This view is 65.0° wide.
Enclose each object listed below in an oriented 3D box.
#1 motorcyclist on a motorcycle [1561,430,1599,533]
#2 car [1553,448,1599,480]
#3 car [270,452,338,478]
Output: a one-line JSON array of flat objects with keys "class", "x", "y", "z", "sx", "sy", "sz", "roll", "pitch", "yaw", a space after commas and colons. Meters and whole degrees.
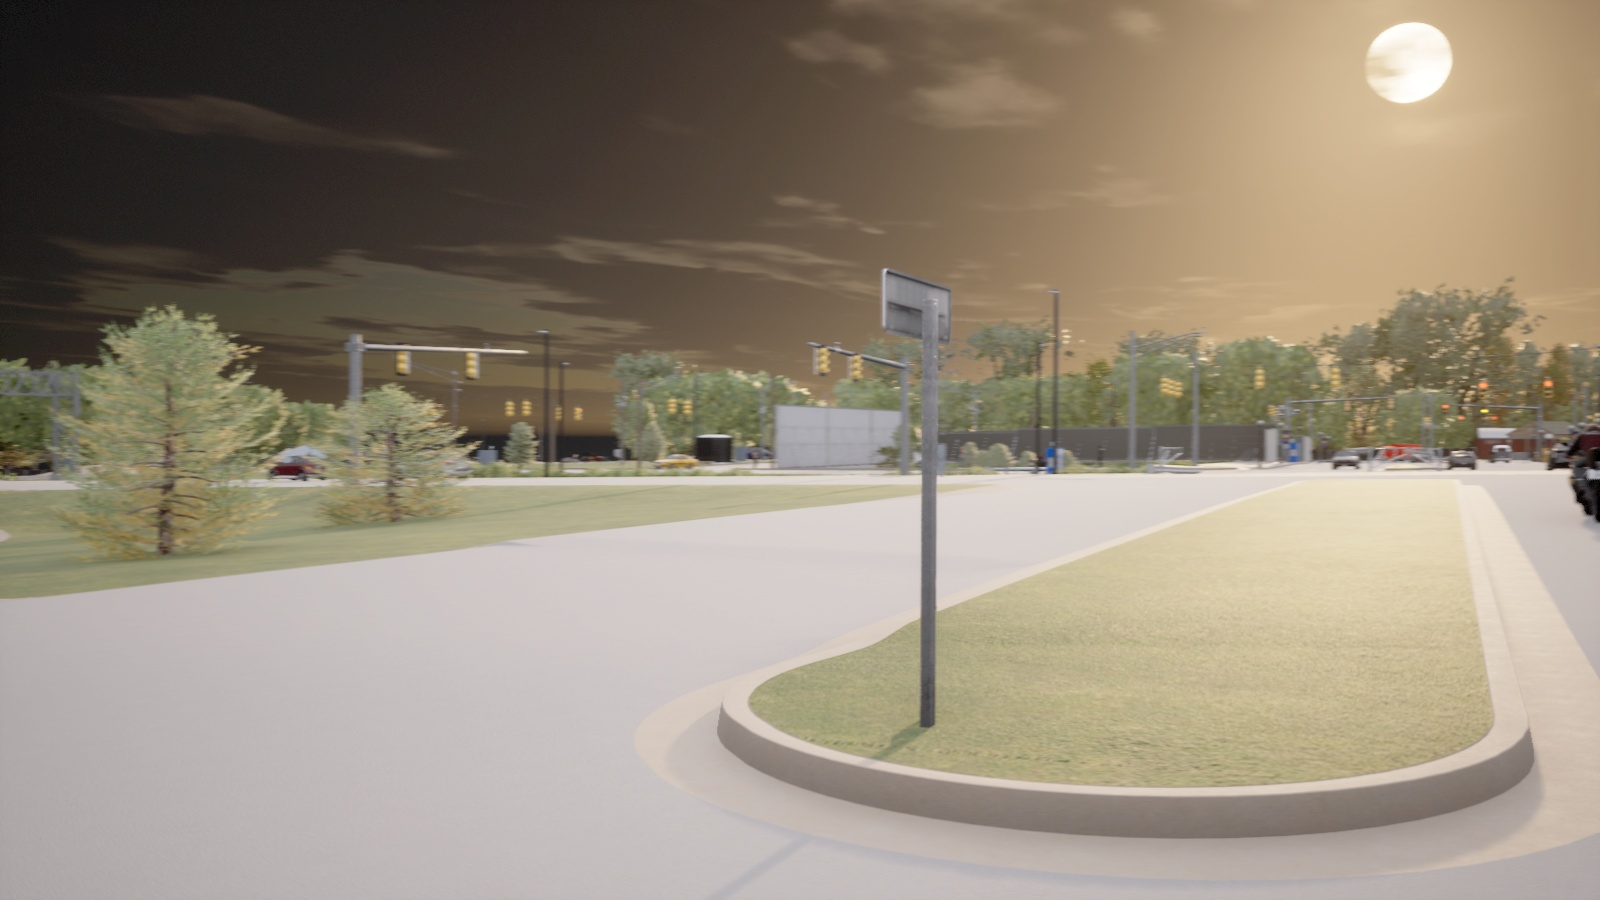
[{"class": "motorcyclist on a motorcycle", "x": 12.530, "y": 0.458, "z": 19.675, "sx": 0.866, "sy": 1.530, "sz": 2.191, "roll": 0, "pitch": 1, "yaw": 27}, {"class": "car", "x": 38.758, "y": 0.680, "z": 62.658, "sx": 2.007, "sy": 1.525, "sz": 4.514, "roll": 0, "pitch": 0, "yaw": 30}, {"class": "car", "x": -29.640, "y": 0.883, "z": 75.056, "sx": 3.705, "sy": 1.549, "sz": 1.789, "roll": 0, "pitch": 0, "yaw": 27}]
